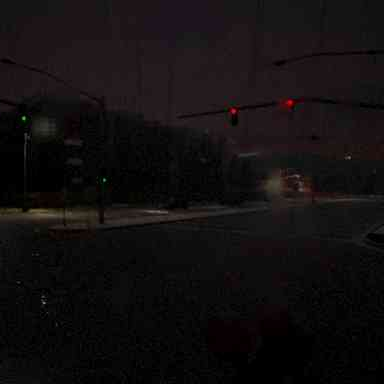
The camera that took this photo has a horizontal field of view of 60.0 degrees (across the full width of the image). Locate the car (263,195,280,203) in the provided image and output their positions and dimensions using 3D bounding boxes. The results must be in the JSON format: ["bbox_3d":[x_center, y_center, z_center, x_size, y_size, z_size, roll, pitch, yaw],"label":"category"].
[{"bbox_3d":[15.020,1.346,62.711,1.812,1.442,4.674,1,0,35],"label":"car"}]

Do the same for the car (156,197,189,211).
[{"bbox_3d":[-2.153,1.347,38.352,1.812,1.442,4.674,1,0,36],"label":"car"}]

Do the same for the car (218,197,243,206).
[{"bbox_3d":[5.718,1.421,49.554,1.895,1.301,4.718,1,0,35],"label":"car"}]
